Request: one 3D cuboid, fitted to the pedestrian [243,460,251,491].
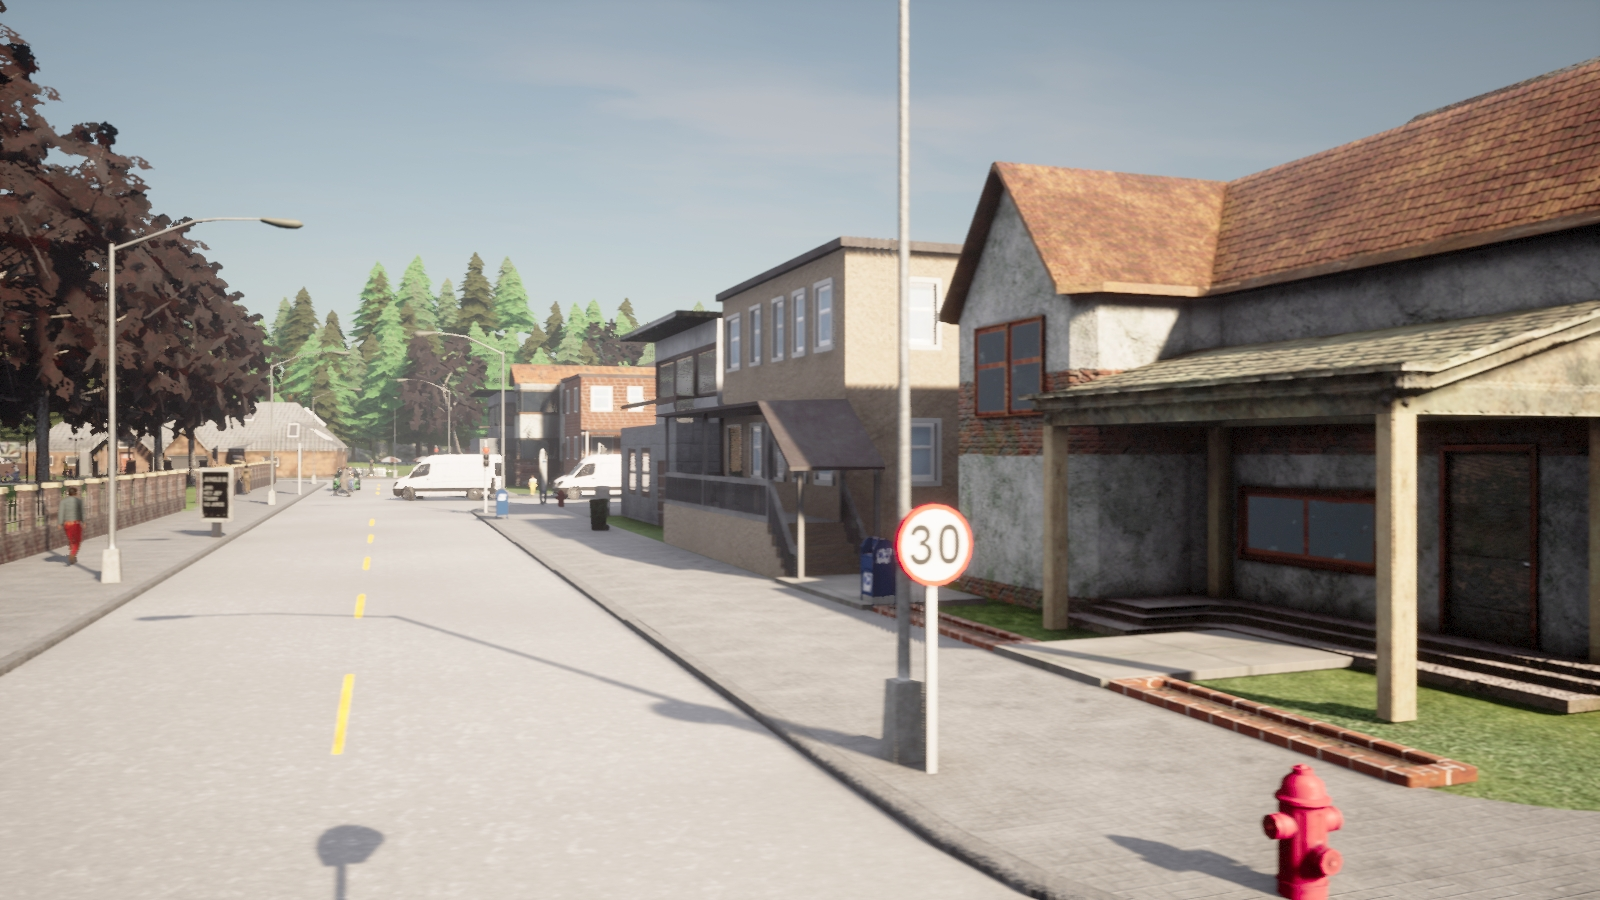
[{"bbox_3d":[-33.338,1.530,68.881,0.375,1.860,0.375,0,0,-20],"label":"pedestrian"}]

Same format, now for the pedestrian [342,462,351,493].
[{"bbox_3d":[-26.854,1.629,67.670,0.375,1.860,0.375,0,0,-6],"label":"pedestrian"}]

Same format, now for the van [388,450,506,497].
[{"bbox_3d":[-19.594,1.311,63.591,5.915,2.561,1.988,0,0,2],"label":"van"}]

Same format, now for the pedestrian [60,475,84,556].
[{"bbox_3d":[-17.029,1.529,26.727,0.375,1.860,0.375,0,0,-18],"label":"pedestrian"}]

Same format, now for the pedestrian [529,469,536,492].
[{"bbox_3d":[-15.578,1.790,66.575,0.375,1.300,0.375,0,0,-22],"label":"pedestrian"}]

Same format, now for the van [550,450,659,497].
[{"bbox_3d":[-11.191,1.305,65.369,5.915,2.561,1.988,0,0,-20],"label":"van"}]
